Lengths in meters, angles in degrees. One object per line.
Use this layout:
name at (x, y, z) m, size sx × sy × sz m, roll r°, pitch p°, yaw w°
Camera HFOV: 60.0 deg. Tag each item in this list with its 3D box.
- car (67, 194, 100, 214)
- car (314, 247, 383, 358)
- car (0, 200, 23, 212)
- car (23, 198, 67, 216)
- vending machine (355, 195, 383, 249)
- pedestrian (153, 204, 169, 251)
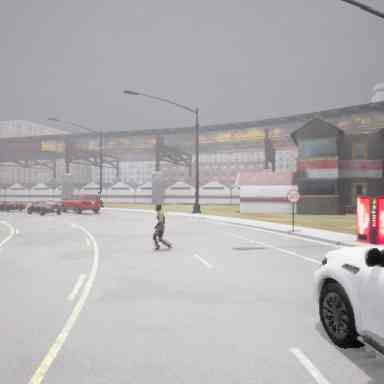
car at (-11.802, 1.221, 34.948) m, size 5.566 × 2.045 × 2.150 m, roll 0°, pitch 0°, yaw 43°
car at (3.286, 1.225, 3.188) m, size 2.150 × 2.045 × 5.566 m, roll 0°, pitch 0°, yaw -5°
car at (-21.464, 1.601, 38.448) m, size 4.718 × 1.301 × 1.895 m, roll 0°, pitch 0°, yaw 26°
car at (-14.501, 1.526, 32.705) m, size 4.674 × 1.442 × 1.812 m, roll 0°, pitch 0°, yaw 42°
vending machine at (7.509, 1.195, 13.697) m, size 1.100 × 2.100 × 0.880 m, roll 0°, pitch 0°, yaw -15°
pedestrian at (-1.203, 1.294, 12.674) m, size 0.375 × 1.860 × 0.375 m, roll 0°, pitch 0°, yaw -16°
